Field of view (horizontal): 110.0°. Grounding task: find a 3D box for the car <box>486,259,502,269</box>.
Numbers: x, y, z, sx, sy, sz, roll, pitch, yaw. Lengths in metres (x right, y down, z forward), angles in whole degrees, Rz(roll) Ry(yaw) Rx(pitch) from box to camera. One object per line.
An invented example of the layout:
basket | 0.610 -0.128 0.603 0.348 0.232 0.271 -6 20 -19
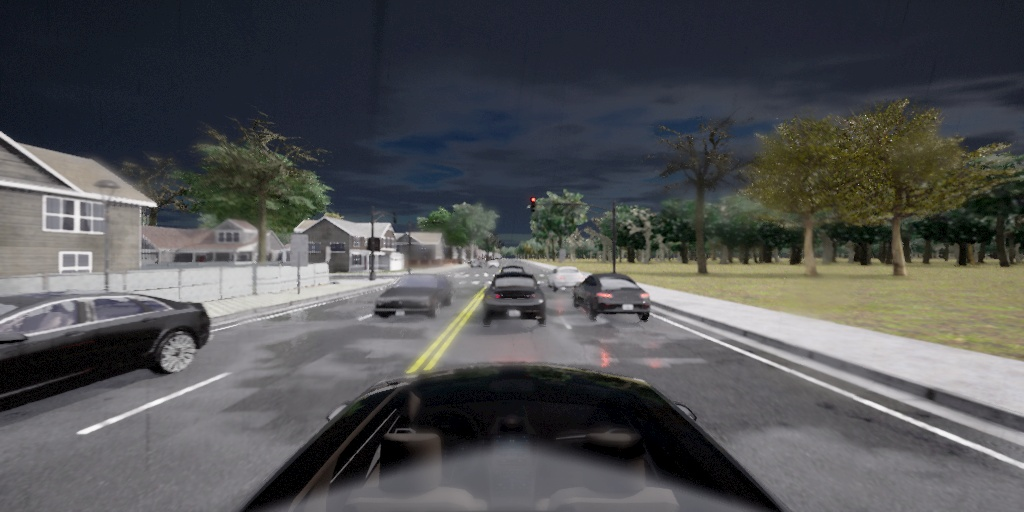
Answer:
car | -3.289 1.526 65.342 1.812 1.442 4.674 0 0 1

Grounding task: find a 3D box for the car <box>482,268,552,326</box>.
car | 0.081 1.297 11.838 1.837 1.490 4.892 0 -1 0

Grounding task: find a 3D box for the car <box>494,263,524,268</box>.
car | 0.053 1.341 21.682 1.837 1.490 4.892 0 0 0

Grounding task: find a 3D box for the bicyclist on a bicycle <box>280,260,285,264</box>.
bicyclist on a bicycle | -24.646 1.249 38.577 0.582 1.620 1.656 0 0 0

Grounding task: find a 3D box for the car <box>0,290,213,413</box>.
car | -6.599 1.256 4.733 2.128 1.511 4.902 0 0 0

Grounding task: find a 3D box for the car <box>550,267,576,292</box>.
car | 3.306 1.363 22.012 1.812 1.442 4.674 0 0 0

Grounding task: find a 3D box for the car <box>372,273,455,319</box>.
car | -3.338 1.348 13.391 2.033 1.411 5.357 0 0 0

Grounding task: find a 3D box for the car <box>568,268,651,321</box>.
car | 3.331 1.323 12.595 1.812 1.442 4.674 0 0 0
